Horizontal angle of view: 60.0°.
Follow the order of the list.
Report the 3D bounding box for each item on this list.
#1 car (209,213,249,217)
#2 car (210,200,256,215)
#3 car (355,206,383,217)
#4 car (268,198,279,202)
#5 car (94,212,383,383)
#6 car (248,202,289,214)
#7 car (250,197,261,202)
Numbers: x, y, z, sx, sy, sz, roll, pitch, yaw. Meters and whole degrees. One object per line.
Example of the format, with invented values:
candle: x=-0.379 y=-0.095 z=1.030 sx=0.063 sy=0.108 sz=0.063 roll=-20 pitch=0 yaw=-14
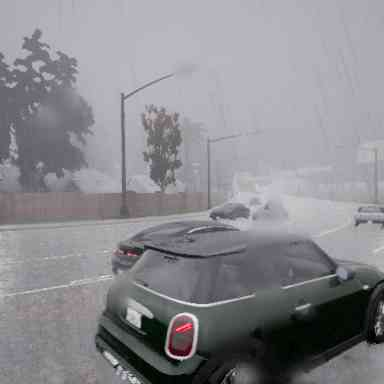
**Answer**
car: x=0.334 y=1.514 z=8.716 sx=4.892 sy=1.490 sz=1.837 roll=0 pitch=0 yaw=-40
car: x=3.421 y=1.683 z=28.646 sx=2.033 sy=1.411 sz=5.357 roll=0 pitch=-1 yaw=31
car: x=12.755 y=1.660 z=23.638 sx=1.895 sy=1.301 sz=4.718 roll=0 pitch=0 yaw=30
car: x=16.402 y=1.916 z=67.008 sx=1.882 sy=1.535 sz=5.008 roll=-1 pitch=0 yaw=9
car: x=1.057 y=1.355 z=4.836 sx=4.553 sy=1.767 sz=2.097 roll=0 pitch=0 yaw=-38
car: x=6.461 y=1.712 z=27.049 sx=1.895 sy=1.301 sz=4.718 roll=0 pitch=-1 yaw=30
car: x=13.055 y=1.844 z=68.275 sx=2.097 sy=1.767 sz=4.553 roll=-1 pitch=-1 yaw=9
